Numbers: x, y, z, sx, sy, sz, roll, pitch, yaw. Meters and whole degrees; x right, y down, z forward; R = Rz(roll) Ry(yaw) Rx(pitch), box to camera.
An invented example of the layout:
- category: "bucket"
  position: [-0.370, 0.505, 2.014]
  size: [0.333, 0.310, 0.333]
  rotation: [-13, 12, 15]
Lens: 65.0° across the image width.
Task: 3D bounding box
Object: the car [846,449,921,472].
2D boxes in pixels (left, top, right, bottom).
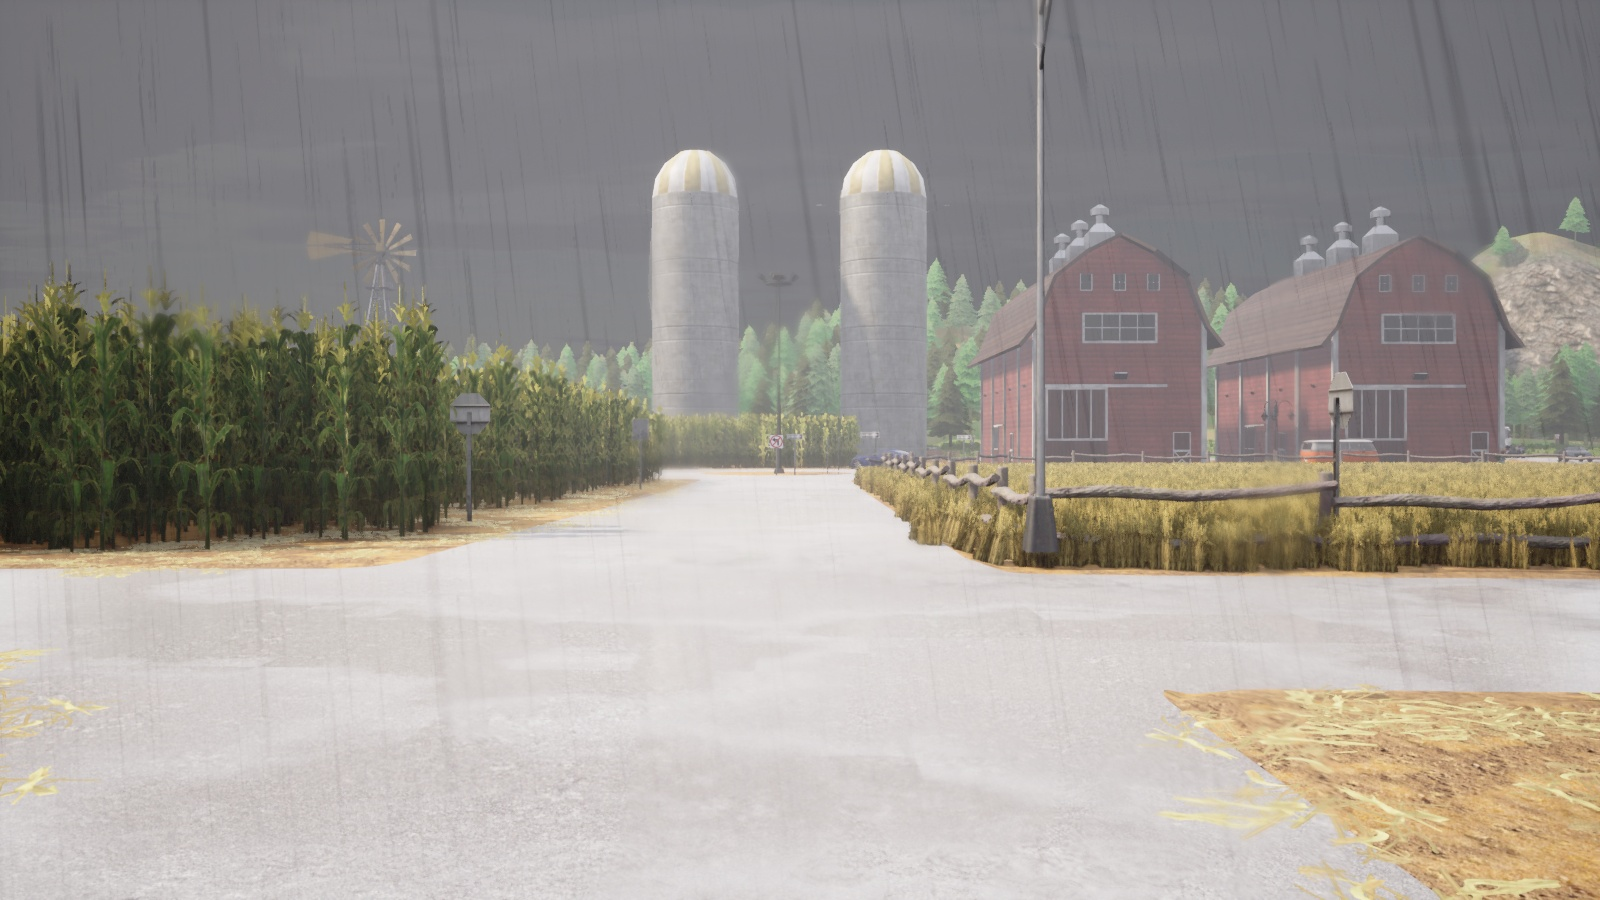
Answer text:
- category: "car"
  position: [5.421, 0.638, 81.674]
  size: [4.674, 1.442, 1.812]
  rotation: [0, 0, 40]

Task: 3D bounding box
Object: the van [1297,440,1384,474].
- category: "van"
  position: [32.228, 0.419, 74.950]
  size: [4.442, 1.987, 1.775]
  rotation: [0, 0, -3]
